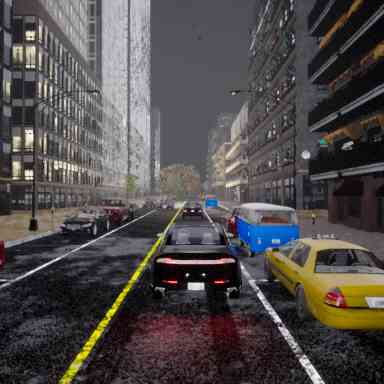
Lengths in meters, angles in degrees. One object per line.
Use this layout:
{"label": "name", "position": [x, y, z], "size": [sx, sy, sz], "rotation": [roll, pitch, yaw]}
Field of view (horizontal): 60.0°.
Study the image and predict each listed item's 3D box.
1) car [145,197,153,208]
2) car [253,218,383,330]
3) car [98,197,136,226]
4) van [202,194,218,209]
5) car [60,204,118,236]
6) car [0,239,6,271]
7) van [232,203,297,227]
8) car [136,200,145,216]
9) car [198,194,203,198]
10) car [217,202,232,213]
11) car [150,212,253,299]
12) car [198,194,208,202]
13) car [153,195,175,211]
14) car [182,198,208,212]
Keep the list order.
{"label": "car", "position": [-5.723, 1.455, 46.430], "size": [1.967, 1.590, 4.097], "rotation": [1, 0, 0]}
{"label": "car", "position": [2.695, 1.527, 7.014], "size": [1.752, 1.417, 4.829], "rotation": [1, 0, 0]}
{"label": "car", "position": [-5.699, 1.322, 23.800], "size": [2.192, 1.841, 5.009], "rotation": [1, 0, 0]}
{"label": "van", "position": [2.659, 1.356, 46.445], "size": [1.690, 1.788, 3.998], "rotation": [1, 0, 0]}
{"label": "car", "position": [-5.697, 1.556, 18.143], "size": [2.008, 1.369, 4.403], "rotation": [1, 0, 0]}
{"label": "car", "position": [-5.685, 1.547, 6.829], "size": [1.887, 1.381, 4.507], "rotation": [1, 0, 0]}
{"label": "van", "position": [2.692, 1.345, 12.501], "size": [1.690, 1.788, 3.998], "rotation": [1, 0, 0]}
{"label": "car", "position": [-5.708, 1.575, 29.457], "size": [1.947, 1.339, 4.313], "rotation": [1, 0, 0]}
{"label": "car", "position": [2.633, 1.574, 69.073], "size": [2.008, 1.369, 4.403], "rotation": [1, 0, 0]}
{"label": "car", "position": [2.685, 1.446, 18.158], "size": [1.967, 1.590, 4.097], "rotation": [1, 0, 0]}
{"label": "car", "position": [0.087, 1.494, 8.440], "size": [2.128, 1.511, 4.902], "rotation": [0, 0, 0]}
{"label": "car", "position": [2.625, 1.343, 80.389], "size": [2.192, 1.841, 5.009], "rotation": [1, 0, 0]}
{"label": "car", "position": [-3.070, 1.505, 39.965], "size": [2.128, 1.511, 4.902], "rotation": [0, 0, 0]}
{"label": "car", "position": [0.067, 1.557, 28.956], "size": [2.033, 1.411, 5.357], "rotation": [0, 0, 0]}
